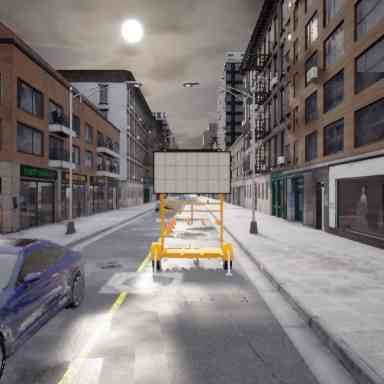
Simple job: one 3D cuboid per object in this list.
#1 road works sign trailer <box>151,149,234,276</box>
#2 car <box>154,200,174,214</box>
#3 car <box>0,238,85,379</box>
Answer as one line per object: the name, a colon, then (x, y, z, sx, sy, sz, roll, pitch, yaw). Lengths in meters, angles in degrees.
road works sign trailer: (0.004, 0.466, 10.381, 2.380, 3.560, 2.880, 0, 0, 0)
car: (-2.986, 1.576, 36.615, 2.033, 1.411, 5.357, 0, 0, 0)
car: (-3.098, 1.526, 5.162, 1.812, 1.442, 4.674, 0, 0, 0)
